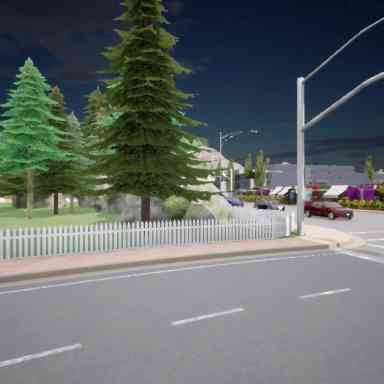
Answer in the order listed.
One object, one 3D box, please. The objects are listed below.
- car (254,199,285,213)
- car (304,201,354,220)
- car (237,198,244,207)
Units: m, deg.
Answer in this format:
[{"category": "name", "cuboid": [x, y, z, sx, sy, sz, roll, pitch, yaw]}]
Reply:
[{"category": "car", "cuboid": [8.909, 1.547, 38.510, 2.128, 1.511, 4.902, 0, 0, -17]}, {"category": "car", "cuboid": [11.762, 1.533, 28.967, 1.882, 1.535, 5.008, 0, 0, -17]}, {"category": "car", "cuboid": [5.923, 1.533, 48.539, 1.882, 1.535, 5.008, 0, 0, -16]}]
